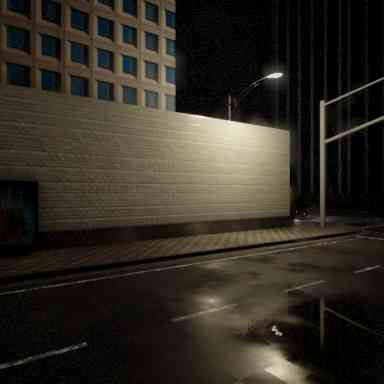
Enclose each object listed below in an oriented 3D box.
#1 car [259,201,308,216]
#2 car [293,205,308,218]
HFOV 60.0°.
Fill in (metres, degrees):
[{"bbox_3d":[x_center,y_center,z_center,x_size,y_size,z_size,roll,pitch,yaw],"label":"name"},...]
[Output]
[{"bbox_3d":[9.324,1.656,34.302,1.895,1.301,4.718,0,0,-36],"label":"car"},{"bbox_3d":[8.123,1.581,29.977,1.812,1.442,4.674,0,0,-36],"label":"car"}]
